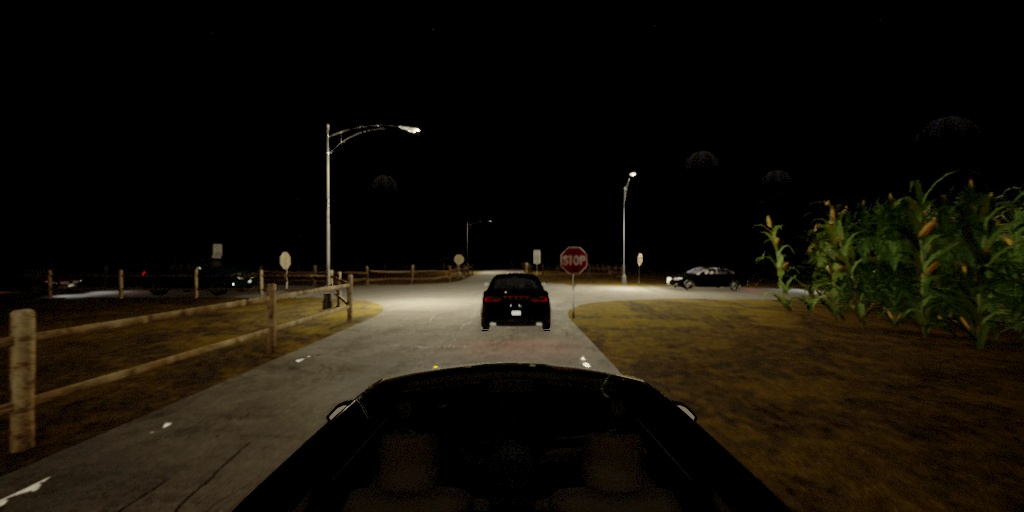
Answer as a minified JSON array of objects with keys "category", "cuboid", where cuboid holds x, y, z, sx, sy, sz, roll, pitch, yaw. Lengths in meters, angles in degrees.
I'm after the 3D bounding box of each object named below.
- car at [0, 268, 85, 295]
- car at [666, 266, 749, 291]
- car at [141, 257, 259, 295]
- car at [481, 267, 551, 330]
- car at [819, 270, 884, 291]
[{"category":"car","cuboid":[-27.569,1.438,20.559,4.674,1.442,1.812,0,1,0]},{"category":"car","cuboid":[12.611,1.432,23.327,4.902,1.511,2.128,0,1,0]},{"category":"car","cuboid":[-17.739,1.104,20.511,5.566,2.045,2.150,0,1,0]},{"category":"car","cuboid":[0.105,1.274,11.351,1.882,1.535,5.008,0,0,0]},{"category":"car","cuboid":[22.460,1.597,23.283,4.181,1.385,1.994,1,1,0]}]
